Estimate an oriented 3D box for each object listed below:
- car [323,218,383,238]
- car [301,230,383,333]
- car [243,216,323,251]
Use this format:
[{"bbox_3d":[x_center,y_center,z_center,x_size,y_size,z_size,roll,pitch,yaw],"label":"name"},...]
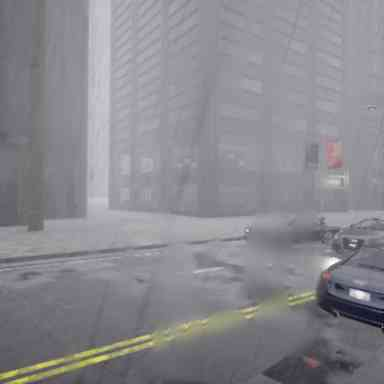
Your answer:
[{"bbox_3d":[7.284,1.726,12.873,4.181,1.385,1.994,1,0,-35],"label":"car"},{"bbox_3d":[4.344,1.653,6.541,4.181,1.385,1.994,1,0,-35],"label":"car"},{"bbox_3d":[4.534,1.750,14.903,4.718,1.301,1.895,1,0,-35],"label":"car"}]
